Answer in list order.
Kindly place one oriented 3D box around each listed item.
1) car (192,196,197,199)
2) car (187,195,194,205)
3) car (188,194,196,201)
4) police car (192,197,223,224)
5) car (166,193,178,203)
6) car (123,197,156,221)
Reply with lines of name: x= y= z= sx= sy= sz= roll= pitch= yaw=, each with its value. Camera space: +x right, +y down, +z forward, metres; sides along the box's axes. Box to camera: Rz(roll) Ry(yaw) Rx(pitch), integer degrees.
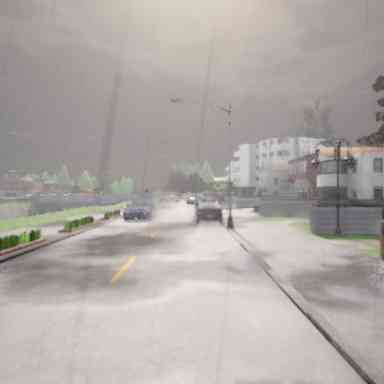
car: x=1.213 y=1.467 z=34.753 sx=1.882 sy=1.535 sz=5.008 roll=0 pitch=0 yaw=0
car: x=0.024 y=1.546 z=59.603 sx=1.994 sy=1.385 sz=4.181 roll=0 pitch=0 yaw=0
car: x=0.031 y=1.307 z=75.597 sx=1.882 sy=1.535 sz=5.008 roll=0 pitch=0 yaw=0
police car: x=1.209 y=1.418 z=24.863 sx=1.930 sy=1.638 sz=5.238 roll=0 pitch=0 yaw=0
car: x=-3.975 y=1.200 z=67.798 sx=2.150 sy=2.045 sz=5.566 roll=0 pitch=0 yaw=0
car: x=-4.086 y=1.344 z=26.594 sx=2.097 sy=1.767 sz=4.553 roll=0 pitch=0 yaw=0
